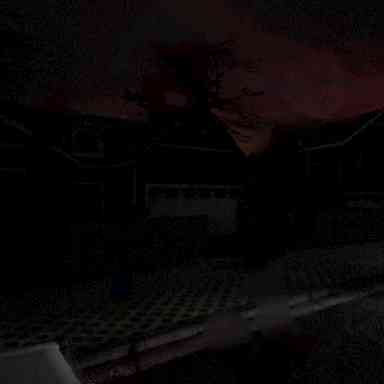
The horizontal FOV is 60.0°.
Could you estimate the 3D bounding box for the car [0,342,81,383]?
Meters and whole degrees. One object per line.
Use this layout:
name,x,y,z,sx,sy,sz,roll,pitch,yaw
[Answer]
car,-2.677,1.600,1.104,4.718,1.301,1.895,0,0,-35
